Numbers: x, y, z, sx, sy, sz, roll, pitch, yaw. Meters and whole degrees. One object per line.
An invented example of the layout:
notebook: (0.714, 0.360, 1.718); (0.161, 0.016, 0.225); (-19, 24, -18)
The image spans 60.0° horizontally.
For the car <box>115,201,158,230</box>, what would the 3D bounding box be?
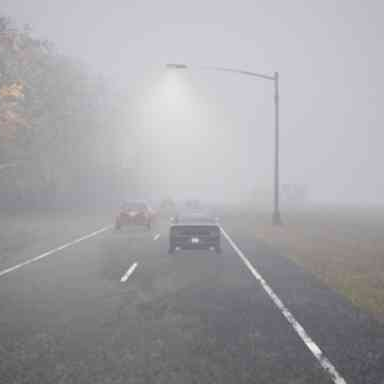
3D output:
car: (-3.396, 1.336, 21.105); (2.097, 1.767, 4.553); (0, 0, 0)

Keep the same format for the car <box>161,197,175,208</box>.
car: (-3.392, 1.459, 47.693); (1.837, 1.490, 4.892); (0, 0, 0)

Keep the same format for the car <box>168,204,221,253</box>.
car: (0.104, 1.468, 13.615); (1.882, 1.535, 5.008); (0, 0, 0)

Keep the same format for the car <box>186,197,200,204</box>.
car: (0.109, 1.448, 46.415); (2.128, 1.511, 4.902); (0, 0, 0)
